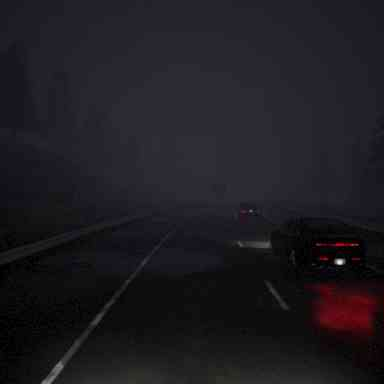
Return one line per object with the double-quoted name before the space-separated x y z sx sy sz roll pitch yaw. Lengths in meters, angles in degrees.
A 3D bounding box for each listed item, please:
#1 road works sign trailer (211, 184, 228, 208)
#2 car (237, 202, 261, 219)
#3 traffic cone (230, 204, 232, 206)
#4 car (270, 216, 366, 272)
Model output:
"road works sign trailer" 4.262 0.608 52.640 2.380 3.560 2.880 0 0 10
"car" 5.051 1.631 29.623 2.033 1.411 5.357 0 0 5
"traffic cone" 6.937 2.119 59.273 0.340 0.580 0.340 0 0 10
"car" 3.864 1.537 10.913 1.837 1.490 4.892 0 0 2
